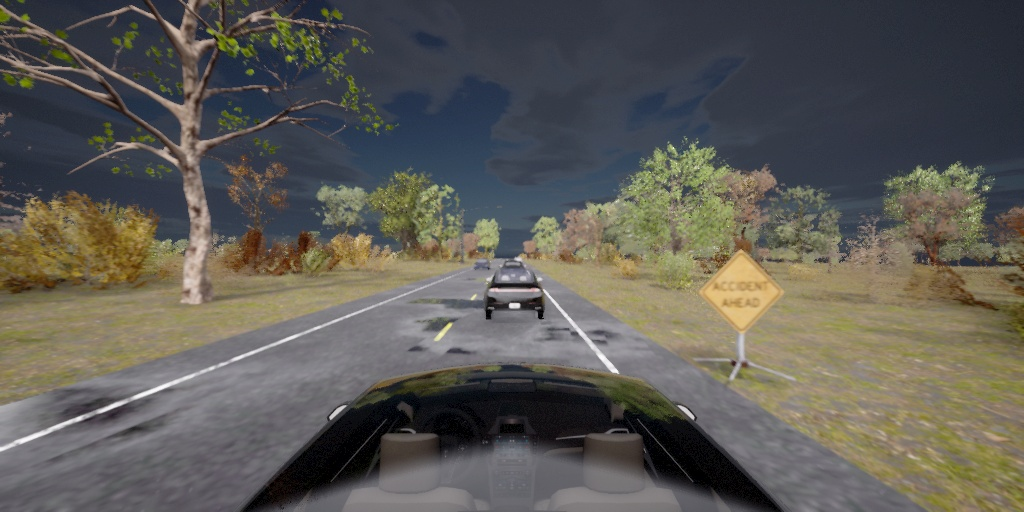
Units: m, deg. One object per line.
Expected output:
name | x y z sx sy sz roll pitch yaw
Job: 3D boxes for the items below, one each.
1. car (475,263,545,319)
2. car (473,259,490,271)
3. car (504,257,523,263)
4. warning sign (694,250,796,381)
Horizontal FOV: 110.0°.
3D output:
car | 0.082 1.165 12.456 2.128 1.511 4.902 0 0 0
car | -3.601 1.023 44.150 2.033 1.411 5.357 0 0 0
car | 0.077 1.076 27.774 1.837 1.490 4.892 0 0 0
warning sign | 3.549 0.837 5.575 1.300 1.860 1.060 0 0 0
